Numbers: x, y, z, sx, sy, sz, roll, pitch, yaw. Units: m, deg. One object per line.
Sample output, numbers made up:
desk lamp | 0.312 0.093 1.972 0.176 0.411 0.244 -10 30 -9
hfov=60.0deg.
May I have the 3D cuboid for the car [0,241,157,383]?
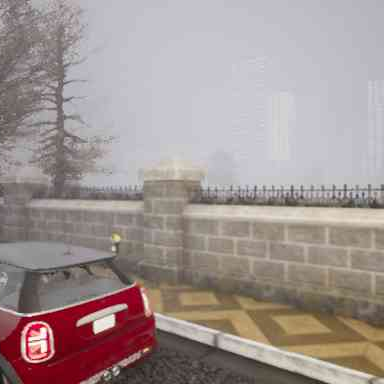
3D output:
car | -2.515 1.419 4.675 4.097 1.590 1.967 0 0 35
